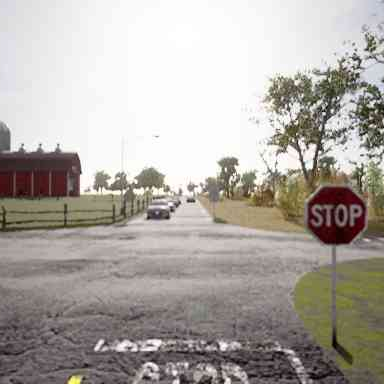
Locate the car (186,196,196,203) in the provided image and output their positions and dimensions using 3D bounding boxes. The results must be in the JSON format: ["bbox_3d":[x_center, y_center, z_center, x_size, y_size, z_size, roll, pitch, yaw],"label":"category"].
[{"bbox_3d":[-0.213,1.553,71.508,1.994,1.385,4.181,0,0,0],"label":"car"}]

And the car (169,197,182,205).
[{"bbox_3d":[-2.933,1.556,59.193,1.994,1.385,4.181,0,0,0],"label":"car"}]

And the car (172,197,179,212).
[{"bbox_3d":[-2.957,1.532,39.239,2.033,1.411,5.357,0,0,0],"label":"car"}]

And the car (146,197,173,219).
[{"bbox_3d":[-2.895,1.490,29.452,1.837,1.490,4.892,0,0,-1],"label":"car"}]

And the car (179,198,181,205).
[{"bbox_3d":[-2.976,1.465,49.141,1.882,1.535,5.008,0,0,0],"label":"car"}]
